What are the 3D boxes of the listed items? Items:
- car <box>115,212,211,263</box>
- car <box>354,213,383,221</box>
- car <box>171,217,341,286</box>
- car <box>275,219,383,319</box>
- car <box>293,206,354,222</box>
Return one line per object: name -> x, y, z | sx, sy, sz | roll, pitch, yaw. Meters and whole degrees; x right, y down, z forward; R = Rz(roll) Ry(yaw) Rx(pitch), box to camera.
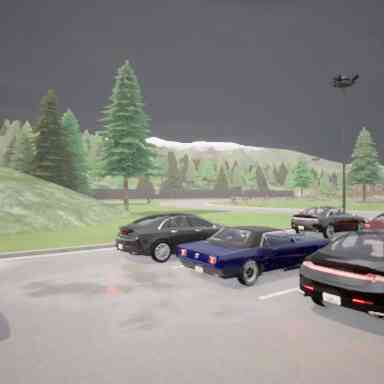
car -> -0.325, 1.516, 12.107 | 4.892, 1.490, 1.837 | 0, 0, -35
car -> 9.407, 1.553, 14.739 | 4.674, 1.442, 1.812 | 0, 0, -35
car -> 1.988, 1.613, 9.456 | 4.718, 1.301, 1.895 | 0, 0, -35
car -> 4.213, 1.504, 6.745 | 4.902, 1.511, 2.128 | 0, 0, -36
car -> 7.263, 1.519, 17.510 | 4.902, 1.511, 2.128 | 0, 0, -35
